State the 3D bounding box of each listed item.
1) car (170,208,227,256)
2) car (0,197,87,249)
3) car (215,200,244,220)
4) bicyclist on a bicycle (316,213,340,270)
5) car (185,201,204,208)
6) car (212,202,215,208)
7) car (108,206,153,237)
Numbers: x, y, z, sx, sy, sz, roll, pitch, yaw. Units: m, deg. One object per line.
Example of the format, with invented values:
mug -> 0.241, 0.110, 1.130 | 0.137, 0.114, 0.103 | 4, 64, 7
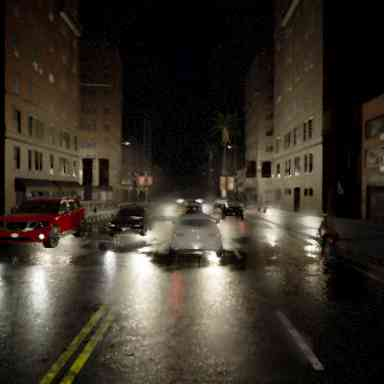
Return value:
car -> 0.155, 1.572, 13.195 | 1.812, 1.442, 4.674 | 0, 0, 0
car -> -6.534, 1.263, 15.049 | 2.150, 2.045, 5.566 | 0, 0, 0
car -> 3.462, 1.620, 29.603 | 2.128, 1.511, 4.902 | 0, 0, 1
bicyclist on a bicycle -> 4.186, 1.496, 10.243 | 0.582, 1.620, 1.656 | 0, 0, 0
car -> 0.260, 1.693, 34.743 | 2.033, 1.411, 5.357 | 0, 0, 0
car -> 3.435, 1.669, 39.999 | 2.128, 1.511, 4.902 | 0, 0, 0
car -> -3.268, 1.568, 18.435 | 1.837, 1.490, 4.892 | 0, -1, 0
